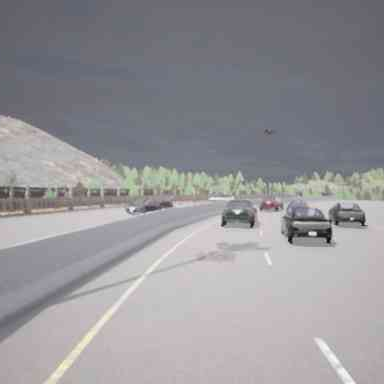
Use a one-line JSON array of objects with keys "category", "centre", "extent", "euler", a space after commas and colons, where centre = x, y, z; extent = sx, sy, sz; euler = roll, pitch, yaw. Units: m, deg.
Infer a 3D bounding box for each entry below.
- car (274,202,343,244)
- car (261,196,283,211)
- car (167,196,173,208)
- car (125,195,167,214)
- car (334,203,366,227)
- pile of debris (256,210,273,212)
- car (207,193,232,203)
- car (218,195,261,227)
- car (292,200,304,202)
[{"category": "car", "centre": [5.326, 1.478, 15.900], "extent": [2.128, 1.511, 4.902], "euler": [0, 0, 10]}, {"category": "car", "centre": [9.596, 1.302, 39.684], "extent": [2.097, 1.767, 4.553], "euler": [0, 0, 25]}, {"category": "car", "centre": [-4.326, 1.234, 43.391], "extent": [2.097, 1.767, 4.553], "euler": [0, 0, 25]}, {"category": "car", "centre": [-4.749, 1.397, 32.910], "extent": [2.128, 1.511, 4.902], "euler": [0, 0, 20]}, {"category": "car", "centre": [10.678, 1.484, 23.163], "extent": [2.128, 1.511, 4.902], "euler": [0, 0, 16]}, {"category": "pile of debris", "centre": [8.034, 2.126, 36.952], "extent": [1.500, 0.140, 1.860], "euler": [0, 0, 24]}, {"category": "car", "centre": [3.918, 1.140, 44.509], "extent": [2.150, 2.045, 5.566], "euler": [0, 0, 27]}, {"category": "car", "centre": [3.373, 1.314, 22.898], "extent": [2.097, 1.767, 4.553], "euler": [0, 0, 14]}, {"category": "car", "centre": [10.816, 1.533, 33.930], "extent": [1.994, 1.385, 4.181], "euler": [0, 0, 22]}]
